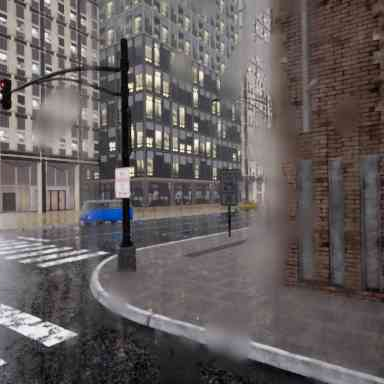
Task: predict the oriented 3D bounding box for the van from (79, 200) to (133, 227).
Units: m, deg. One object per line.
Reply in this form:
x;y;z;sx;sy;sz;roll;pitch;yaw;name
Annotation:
-5.986;1.456;23.470;1.690;1.788;3.998;-2;-1;36;van

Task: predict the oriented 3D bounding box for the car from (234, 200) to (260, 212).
6.849;1.685;41.378;1.752;1.417;4.829;-2;-1;36;car
